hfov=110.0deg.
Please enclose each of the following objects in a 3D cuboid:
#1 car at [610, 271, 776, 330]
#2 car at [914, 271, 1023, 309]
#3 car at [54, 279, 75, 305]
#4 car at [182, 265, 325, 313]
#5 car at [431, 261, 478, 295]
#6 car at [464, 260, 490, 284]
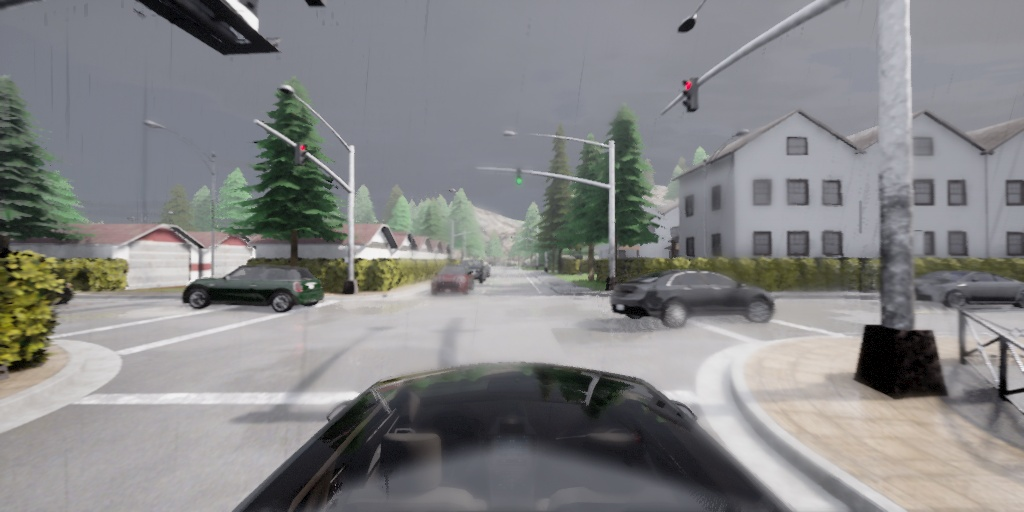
[{"bbox_3d":[5.290,1.167,10.503,4.892,1.490,1.837,0,-5,-16],"label":"car"},{"bbox_3d":[17.428,1.269,14.037,4.181,1.385,1.994,0,-1,0],"label":"car"},{"bbox_3d":[-19.928,1.285,13.912,4.181,1.385,1.994,1,0,0],"label":"car"},{"bbox_3d":[-9.922,1.119,13.950,4.553,1.767,2.097,3,-1,0],"label":"car"},{"bbox_3d":[-3.501,1.341,21.805,2.097,1.767,4.553,0,-1,0],"label":"car"},{"bbox_3d":[-3.501,1.333,32.045,2.150,2.045,5.566,0,-1,0],"label":"car"}]
